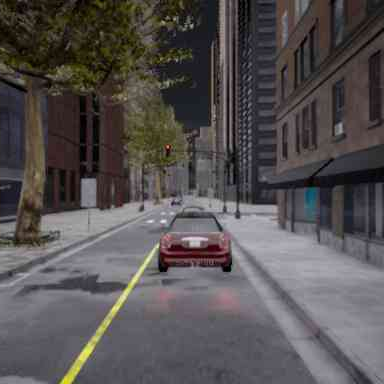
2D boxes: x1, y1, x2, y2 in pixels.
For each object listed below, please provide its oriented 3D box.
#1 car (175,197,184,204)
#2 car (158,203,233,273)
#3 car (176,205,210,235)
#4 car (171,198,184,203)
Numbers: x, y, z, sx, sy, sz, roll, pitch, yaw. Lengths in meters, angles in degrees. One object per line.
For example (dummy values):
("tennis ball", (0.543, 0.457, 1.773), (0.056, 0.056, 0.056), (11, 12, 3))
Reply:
("car", (-3.020, 2.087, 79.255), (1.882, 1.535, 5.008), (0, -1, 0))
("car", (0.088, 1.433, 11.129), (2.097, 1.767, 4.553), (0, 0, 0))
("car", (0.070, 1.653, 20.817), (1.837, 1.490, 4.892), (0, -1, 0))
("car", (-3.040, 1.950, 63.988), (1.882, 1.535, 5.008), (0, 0, 0))
